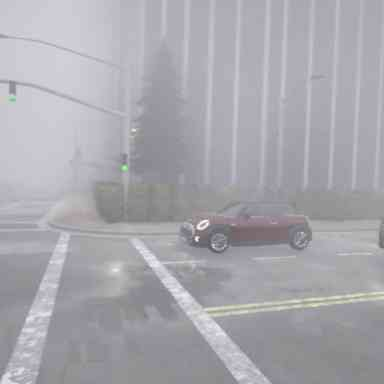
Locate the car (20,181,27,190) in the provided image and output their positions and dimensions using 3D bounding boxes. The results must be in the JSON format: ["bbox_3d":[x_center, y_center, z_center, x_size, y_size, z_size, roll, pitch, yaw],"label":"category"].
[{"bbox_3d":[-29.847,-1.126,57.562,1.812,1.442,4.674,1,2,-18],"label":"car"}]

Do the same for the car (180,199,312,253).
[{"bbox_3d":[1.892,1.041,11.824,4.553,1.767,2.097,1,2,-18],"label":"car"}]

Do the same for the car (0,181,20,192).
[{"bbox_3d":[-26.547,-0.705,47.596,2.033,1.411,5.357,1,2,-18],"label":"car"}]

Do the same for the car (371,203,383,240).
[{"bbox_3d":[10.663,1.350,14.670,5.008,1.535,1.882,1,2,-18],"label":"car"}]

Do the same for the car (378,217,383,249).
[{"bbox_3d":[8.596,1.161,10.315,5.566,2.045,2.150,1,2,-18],"label":"car"}]
